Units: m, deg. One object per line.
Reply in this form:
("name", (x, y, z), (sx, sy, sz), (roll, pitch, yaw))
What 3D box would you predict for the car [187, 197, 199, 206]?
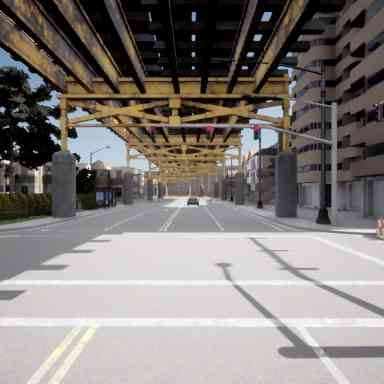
("car", (0.178, 1.564, 56.250), (1.994, 1.385, 4.181), (0, 0, 0))
